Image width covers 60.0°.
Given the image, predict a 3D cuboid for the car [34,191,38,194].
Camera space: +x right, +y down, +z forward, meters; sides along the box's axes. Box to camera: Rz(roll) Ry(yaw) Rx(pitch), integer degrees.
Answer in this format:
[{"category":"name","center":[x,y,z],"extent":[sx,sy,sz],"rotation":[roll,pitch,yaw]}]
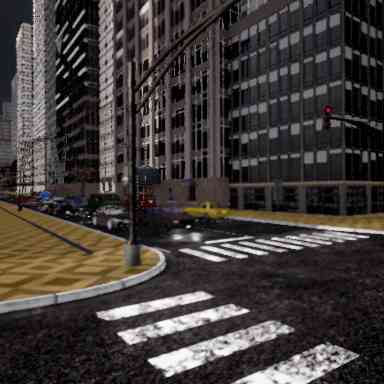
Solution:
[{"category":"car","center":[-37.668,0.908,83.226],"extent":[2.008,1.369,4.403],"rotation":[0,0,-35]}]

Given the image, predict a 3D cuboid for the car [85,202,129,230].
[{"category":"car","center":[-4.889,1.544,20.973],"extent":[2.008,1.369,4.403],"rotation":[0,0,-35]}]

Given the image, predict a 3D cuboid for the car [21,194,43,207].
[{"category":"car","center":[-22.130,1.331,45.928],"extent":[1.802,1.307,4.206],"rotation":[0,0,-35]}]

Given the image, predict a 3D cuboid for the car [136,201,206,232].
[{"category":"car","center":[-1.699,1.537,20.845],"extent":[2.033,1.411,5.357],"rotation":[-1,1,-35]}]

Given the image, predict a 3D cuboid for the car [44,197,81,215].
[{"category":"car","center":[-12.521,1.453,31.992],"extent":[1.947,1.339,4.313],"rotation":[0,0,-35]}]

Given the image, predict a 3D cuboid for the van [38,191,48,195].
[{"category":"van","center":[-34.465,0.746,78.580],"extent":[1.690,1.788,3.998],"rotation":[0,0,-35]}]

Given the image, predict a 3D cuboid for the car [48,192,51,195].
[{"category":"car","center":[-28.061,0.940,69.293],"extent":[1.967,1.590,4.097],"rotation":[0,0,-35]}]

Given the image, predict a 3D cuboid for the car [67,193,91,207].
[{"category":"car","center":[-16.199,1.077,47.432],"extent":[2.097,1.767,4.553],"rotation":[-1,1,-34]}]

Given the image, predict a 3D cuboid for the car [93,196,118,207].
[{"category":"car","center":[-12.050,1.278,46.072],"extent":[1.887,1.381,4.507],"rotation":[0,0,-35]}]

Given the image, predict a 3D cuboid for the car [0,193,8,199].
[{"category":"car","center":[-44.551,0.860,78.446],"extent":[1.967,1.590,4.097],"rotation":[0,0,-35]}]

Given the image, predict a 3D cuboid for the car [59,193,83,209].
[{"category":"car","center":[-12.941,1.184,37.170],"extent":[2.097,1.767,4.553],"rotation":[-1,1,-34]}]

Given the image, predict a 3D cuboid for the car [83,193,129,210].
[{"category":"car","center":[-7.463,1.130,29.204],"extent":[2.150,2.045,5.566],"rotation":[-1,1,-35]}]

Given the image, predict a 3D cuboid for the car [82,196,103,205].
[{"category":"car","center":[-15.253,1.269,50.716],"extent":[1.802,1.307,4.206],"rotation":[0,0,-35]}]

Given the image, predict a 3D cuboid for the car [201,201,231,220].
[{"category":"car","center":[1.106,1.445,26.925],"extent":[1.752,1.417,4.829],"rotation":[0,0,-35]}]

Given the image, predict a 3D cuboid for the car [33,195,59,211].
[{"category":"car","center":[-15.724,1.392,36.637],"extent":[2.008,1.369,4.403],"rotation":[0,0,-35]}]

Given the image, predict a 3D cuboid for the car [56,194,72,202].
[{"category":"car","center":[-24.859,1.092,64.649],"extent":[1.887,1.381,4.507],"rotation":[0,0,-35]}]

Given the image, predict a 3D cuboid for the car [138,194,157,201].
[{"category":"car","center":[-5.645,1.140,36.782],"extent":[2.192,1.841,5.009],"rotation":[0,0,-35]}]

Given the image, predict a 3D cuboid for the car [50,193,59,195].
[{"category":"car","center":[-21.794,1.245,55.454],"extent":[1.895,1.301,4.718],"rotation":[-1,1,-35]}]

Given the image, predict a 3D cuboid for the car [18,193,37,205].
[{"category":"car","center":[-25.333,1.248,50.573],"extent":[1.887,1.381,4.507],"rotation":[0,0,-35]}]
